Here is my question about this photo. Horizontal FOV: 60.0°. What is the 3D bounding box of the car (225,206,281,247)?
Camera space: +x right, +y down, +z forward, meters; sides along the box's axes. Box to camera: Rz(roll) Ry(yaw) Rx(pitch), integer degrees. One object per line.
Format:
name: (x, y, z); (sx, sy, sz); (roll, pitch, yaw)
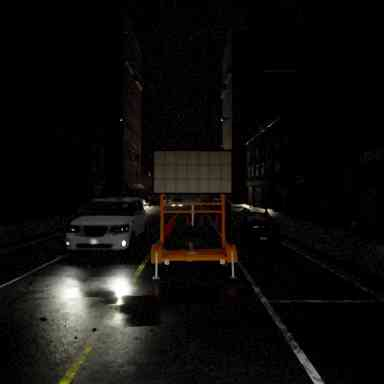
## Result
car: (2.739, 1.550, 14.933); (2.008, 1.369, 4.403); (-1, 0, 0)

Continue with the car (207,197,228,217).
car: (2.723, 1.445, 31.449); (1.967, 1.590, 4.097); (-1, 0, 0)

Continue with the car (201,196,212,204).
car: (2.697, 1.572, 64.479); (1.887, 1.381, 4.507); (-1, 0, 0)

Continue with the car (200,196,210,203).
car: (2.692, 1.577, 69.985); (1.887, 1.381, 4.507); (-1, 0, 0)

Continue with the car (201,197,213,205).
car: (2.701, 1.568, 58.974); (1.887, 1.381, 4.507); (-1, 0, 0)

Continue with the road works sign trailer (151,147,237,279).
road works sign trailer: (0.016, 0.463, 10.034); (2.380, 3.560, 2.880); (0, 0, -3)

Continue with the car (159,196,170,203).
car: (-5.833, 1.577, 69.978); (1.887, 1.381, 4.507); (-1, 0, 0)

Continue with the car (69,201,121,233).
car: (-5.792, 1.440, 20.431); (1.967, 1.590, 4.097); (-1, 0, 0)

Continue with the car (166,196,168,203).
car: (-5.824, 1.588, 58.967); (1.947, 1.339, 4.313); (-1, 0, 0)

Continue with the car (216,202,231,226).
car: (2.734, 1.545, 20.438); (1.887, 1.381, 4.507); (-1, 0, 0)

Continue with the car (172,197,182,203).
car: (-3.060, 1.633, 69.374); (1.895, 1.301, 4.718); (0, 0, 0)

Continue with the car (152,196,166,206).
car: (-5.820, 1.458, 53.462); (1.967, 1.590, 4.097); (-1, 0, 0)

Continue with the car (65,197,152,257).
car: (-3.112, 1.220, 13.311); (2.150, 2.045, 5.566); (0, 0, 0)

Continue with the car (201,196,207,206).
car: (2.706, 1.584, 53.469); (1.947, 1.339, 4.313); (-1, 0, 0)

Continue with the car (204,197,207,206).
car: (2.720, 1.552, 36.954); (1.887, 1.381, 4.507); (-1, 0, 0)
